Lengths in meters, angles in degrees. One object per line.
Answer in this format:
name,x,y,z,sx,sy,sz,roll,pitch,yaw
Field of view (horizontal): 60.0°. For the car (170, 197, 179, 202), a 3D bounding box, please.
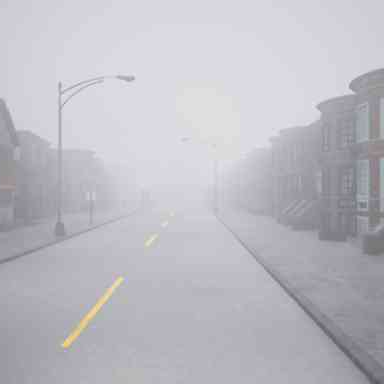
car,-4.000,1.708,75.882,1.895,1.301,4.718,0,0,0
